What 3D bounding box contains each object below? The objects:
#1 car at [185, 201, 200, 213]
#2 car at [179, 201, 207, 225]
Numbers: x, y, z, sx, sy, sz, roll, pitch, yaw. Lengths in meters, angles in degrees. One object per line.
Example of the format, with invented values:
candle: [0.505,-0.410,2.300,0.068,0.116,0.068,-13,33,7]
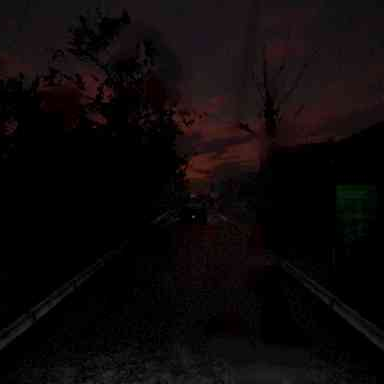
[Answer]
car: [0.077,1.899,42.658,1.837,1.490,4.892,0,-2,0]
car: [0.087,1.529,24.777,1.882,1.535,5.008,0,0,0]
